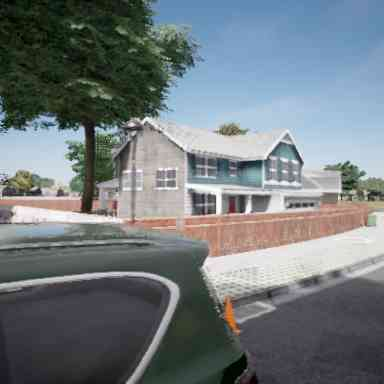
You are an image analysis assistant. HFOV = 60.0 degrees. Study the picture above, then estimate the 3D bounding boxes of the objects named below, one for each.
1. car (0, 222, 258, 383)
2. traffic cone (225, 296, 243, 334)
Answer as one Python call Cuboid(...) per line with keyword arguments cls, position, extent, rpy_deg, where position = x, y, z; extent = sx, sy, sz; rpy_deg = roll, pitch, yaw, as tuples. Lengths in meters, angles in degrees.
Cuboid(cls="car", position=(-2.173, 1.215, 1.094), extent=(5.566, 2.045, 2.150), rpy_deg=(1, -1, -36))
Cuboid(cls="traffic cone", position=(0.614, 2.029, 5.538), extent=(0.340, 0.580, 0.340), rpy_deg=(1, -1, -38))
